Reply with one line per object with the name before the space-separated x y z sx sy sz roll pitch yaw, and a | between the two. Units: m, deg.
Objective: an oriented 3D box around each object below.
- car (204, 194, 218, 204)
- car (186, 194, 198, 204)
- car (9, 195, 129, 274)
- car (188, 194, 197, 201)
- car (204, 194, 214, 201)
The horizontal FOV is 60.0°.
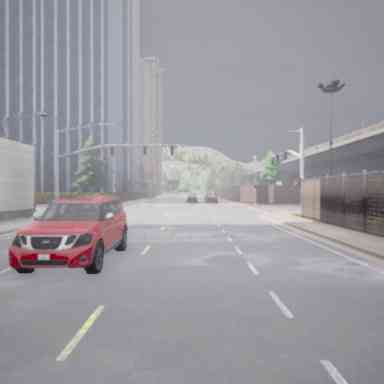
car | 3.521 1.259 58.983 1.882 1.535 5.008 0 0 0
car | 0.021 1.259 58.984 1.882 1.535 5.008 0 0 0
car | -3.550 1.176 10.794 2.150 2.045 5.566 0 1 1
car | 0.025 1.147 69.408 1.837 1.490 4.892 0 0 0
car | 3.525 1.147 69.407 1.837 1.490 4.892 0 0 0
